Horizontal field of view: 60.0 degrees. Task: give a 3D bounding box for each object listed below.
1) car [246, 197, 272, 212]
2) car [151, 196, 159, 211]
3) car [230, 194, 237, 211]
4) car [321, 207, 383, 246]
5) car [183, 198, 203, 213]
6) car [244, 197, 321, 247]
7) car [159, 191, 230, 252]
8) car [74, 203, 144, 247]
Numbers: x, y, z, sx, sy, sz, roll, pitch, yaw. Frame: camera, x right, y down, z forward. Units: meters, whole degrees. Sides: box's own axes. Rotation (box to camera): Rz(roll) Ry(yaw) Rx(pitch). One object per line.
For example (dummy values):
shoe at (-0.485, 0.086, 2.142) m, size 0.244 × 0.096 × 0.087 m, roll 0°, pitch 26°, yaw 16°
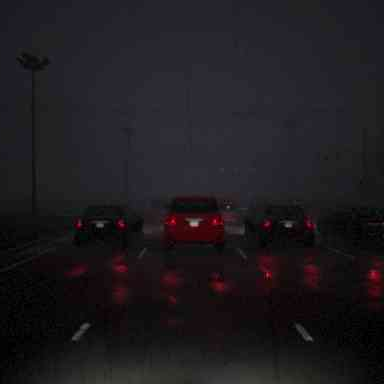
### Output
car at (7.105, 1.283, 35.754) m, size 1.994 × 1.385 × 4.181 m, roll 0°, pitch 0°, yaw 0°
car at (-3.394, 1.188, 36.775) m, size 1.882 × 1.535 × 5.008 m, roll 0°, pitch 0°, yaw 0°
car at (3.606, 1.227, 35.302) m, size 1.837 × 1.490 × 4.892 m, roll 0°, pitch 0°, yaw 0°
car at (7.095, 1.377, 14.489) m, size 2.128 × 1.511 × 4.902 m, roll 0°, pitch 0°, yaw 0°
car at (0.104, 1.336, 33.619) m, size 1.895 × 1.301 × 4.718 m, roll 0°, pitch 0°, yaw 0°
car at (3.593, 1.238, 14.464) m, size 2.097 × 1.767 × 4.553 m, roll 0°, pitch 0°, yaw 0°
car at (0.090, 1.114, 13.556) m, size 2.150 × 2.045 × 5.566 m, roll 0°, pitch 0°, yaw 0°
car at (-3.407, 1.237, 14.470) m, size 2.097 × 1.767 × 4.553 m, roll 0°, pitch 0°, yaw 0°
